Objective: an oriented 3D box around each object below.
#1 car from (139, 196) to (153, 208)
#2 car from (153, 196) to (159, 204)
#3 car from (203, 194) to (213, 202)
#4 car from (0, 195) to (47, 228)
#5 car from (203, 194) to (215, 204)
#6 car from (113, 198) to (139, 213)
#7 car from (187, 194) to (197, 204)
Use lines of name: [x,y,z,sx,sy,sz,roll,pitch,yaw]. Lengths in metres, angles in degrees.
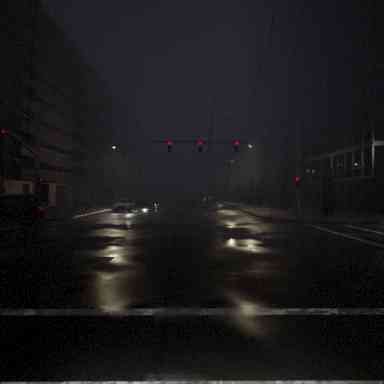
car: [-7.372,1.593,48.809,1.895,1.301,4.718,0,0,1]
car: [-7.194,1.516,61.811,1.812,1.442,4.674,0,0,1]
car: [3.511,1.343,74.600,2.097,1.767,4.553,0,0,1]
car: [-12.286,1.261,21.164,5.566,2.045,2.150,-1,2,-29]
car: [3.500,1.481,64.735,2.128,1.511,4.902,0,0,1]
car: [-7.457,1.519,36.962,1.812,1.442,4.674,0,0,0]
car: [0.001,1.553,64.646,1.994,1.385,4.181,0,0,1]
